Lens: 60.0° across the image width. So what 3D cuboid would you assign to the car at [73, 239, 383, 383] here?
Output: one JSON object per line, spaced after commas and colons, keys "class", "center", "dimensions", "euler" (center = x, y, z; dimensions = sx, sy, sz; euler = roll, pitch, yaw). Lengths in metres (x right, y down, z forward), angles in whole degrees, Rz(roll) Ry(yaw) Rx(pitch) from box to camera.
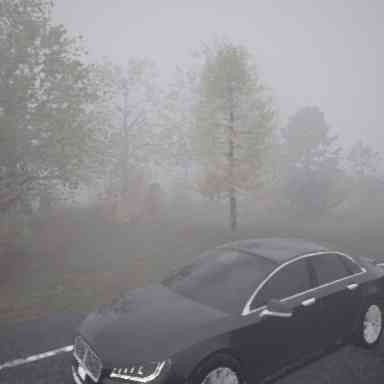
{"class": "car", "center": [0.909, 1.495, 4.640], "dimensions": [4.892, 1.490, 1.837], "euler": [0, 0, -36]}
